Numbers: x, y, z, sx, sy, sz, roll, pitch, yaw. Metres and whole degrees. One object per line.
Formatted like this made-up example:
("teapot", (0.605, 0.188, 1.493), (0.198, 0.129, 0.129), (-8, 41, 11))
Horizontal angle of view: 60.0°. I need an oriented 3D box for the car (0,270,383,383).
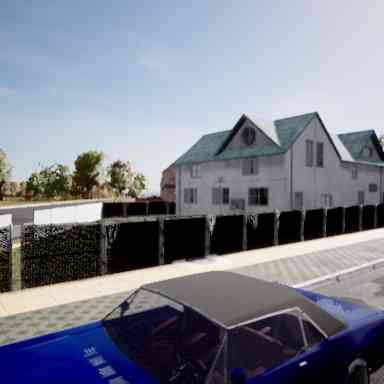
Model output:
("car", (-0.040, 1.591, 3.138), (4.718, 1.301, 1.895), (0, 0, -37))
